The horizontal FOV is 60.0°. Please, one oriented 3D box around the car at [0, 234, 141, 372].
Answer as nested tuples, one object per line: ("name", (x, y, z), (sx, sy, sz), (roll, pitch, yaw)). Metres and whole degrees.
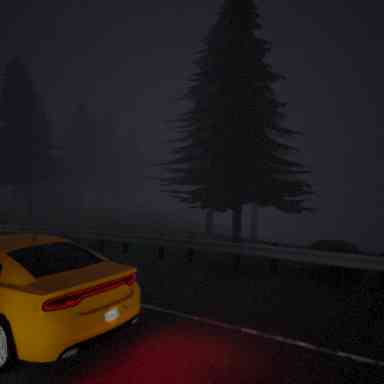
("car", (-3.174, 1.467, 5.670), (5.008, 1.535, 1.882), (0, 0, 31))
